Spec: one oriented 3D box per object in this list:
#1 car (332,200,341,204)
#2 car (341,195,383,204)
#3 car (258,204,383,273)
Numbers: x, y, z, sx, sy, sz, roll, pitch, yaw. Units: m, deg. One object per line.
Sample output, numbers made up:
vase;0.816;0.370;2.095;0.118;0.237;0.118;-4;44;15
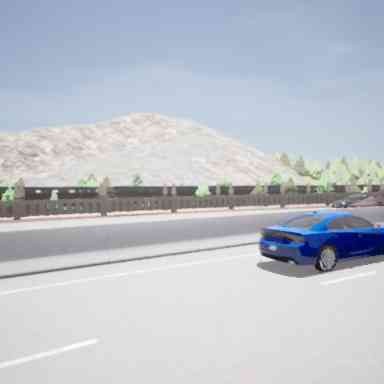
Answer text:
car;15.061;1.021;30.471;4.892;1.490;1.837;-1;1;-20
car;14.643;1.084;26.583;4.674;1.442;1.812;-1;1;-21
car;4.342;1.326;10.199;5.008;1.535;1.882;-1;0;-29
